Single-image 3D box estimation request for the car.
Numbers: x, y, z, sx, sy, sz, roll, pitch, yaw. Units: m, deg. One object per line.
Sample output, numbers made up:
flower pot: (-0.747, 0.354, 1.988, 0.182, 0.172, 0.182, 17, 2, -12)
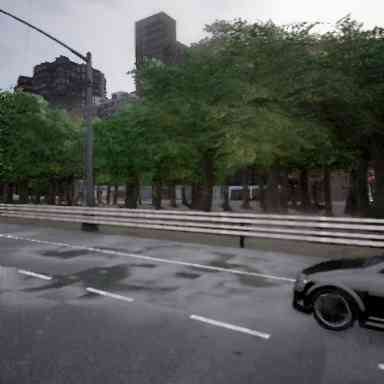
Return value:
car: (3.841, 1.567, 5.429, 4.181, 1.385, 1.994, 0, 0, 36)
